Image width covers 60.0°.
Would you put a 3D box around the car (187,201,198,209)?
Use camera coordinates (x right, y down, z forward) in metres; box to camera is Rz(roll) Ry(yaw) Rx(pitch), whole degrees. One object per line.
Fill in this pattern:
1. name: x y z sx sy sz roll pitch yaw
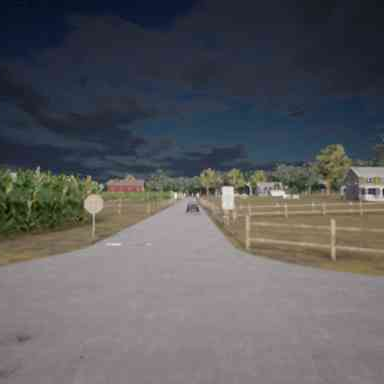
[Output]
1. car: 0.018 2.398 61.930 1.994 1.385 4.181 0 -1 0

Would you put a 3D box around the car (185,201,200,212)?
1. car: 0.109 2.208 49.824 1.837 1.490 4.892 0 0 0
